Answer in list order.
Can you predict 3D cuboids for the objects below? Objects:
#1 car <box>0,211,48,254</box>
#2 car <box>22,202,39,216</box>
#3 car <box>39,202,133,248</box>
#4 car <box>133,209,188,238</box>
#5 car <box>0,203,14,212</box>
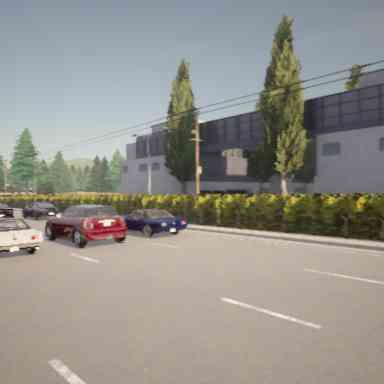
[{"bbox_3d":[-7.507,1.649,12.818,1.895,1.301,4.718,-1,0,-44],"label":"car"},{"bbox_3d":[-13.052,1.594,28.666,1.812,1.442,4.674,-1,0,-44],"label":"car"},{"bbox_3d":[-4.974,1.360,15.230,2.097,1.767,4.553,-1,0,-44],"label":"car"},{"bbox_3d":[-2.467,1.573,17.675,1.895,1.301,4.718,-1,0,-44],"label":"car"},{"bbox_3d":[-15.656,1.586,26.326,1.882,1.535,5.008,-1,1,-44],"label":"car"}]
